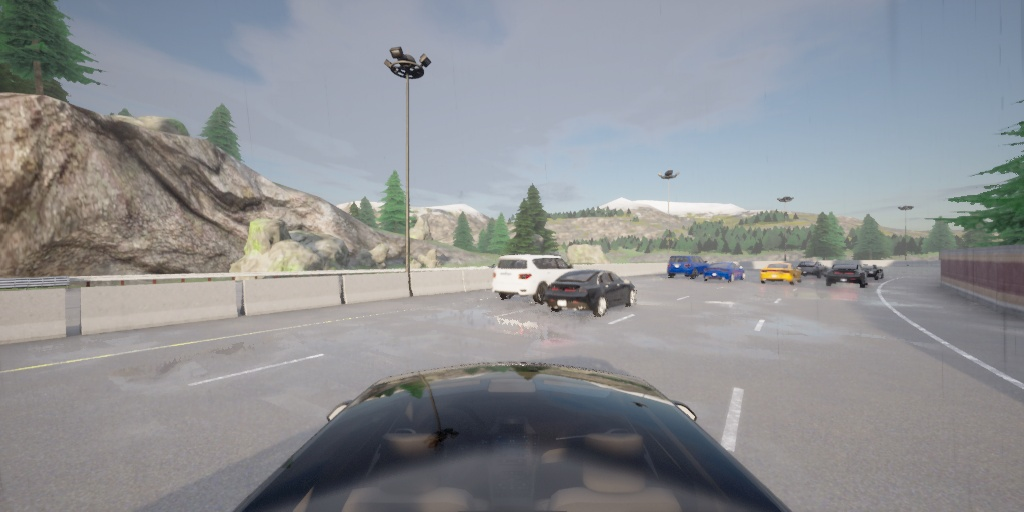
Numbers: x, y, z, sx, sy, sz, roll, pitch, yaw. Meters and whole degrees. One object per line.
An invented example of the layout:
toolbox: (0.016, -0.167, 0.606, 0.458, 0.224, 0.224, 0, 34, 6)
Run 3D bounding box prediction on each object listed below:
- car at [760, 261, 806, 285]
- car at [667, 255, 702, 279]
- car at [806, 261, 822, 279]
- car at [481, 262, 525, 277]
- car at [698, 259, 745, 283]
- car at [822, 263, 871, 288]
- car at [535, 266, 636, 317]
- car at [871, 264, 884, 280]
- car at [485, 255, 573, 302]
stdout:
car: (19.790, 1.228, 26.313, 5.008, 1.535, 1.882, 0, 0, -44)
car: (16.054, 0.970, 32.422, 5.566, 2.045, 2.150, 0, 0, -43)
car: (27.742, 1.241, 33.176, 4.902, 1.511, 2.128, 0, 0, -39)
car: (-0.876, 1.314, 35.698, 1.994, 1.385, 4.181, 0, 0, 44)
car: (16.887, 1.227, 28.421, 5.008, 1.535, 1.882, 0, 0, -44)
car: (22.506, 1.255, 24.066, 4.892, 1.490, 1.837, 0, 0, -43)
car: (3.076, 1.255, 13.349, 1.837, 1.490, 4.892, 0, 0, 38)
car: (30.457, 1.351, 30.887, 4.718, 1.301, 1.895, 0, 0, -39)
car: (1.416, 0.973, 16.892, 2.150, 2.045, 5.566, 0, 0, 38)
